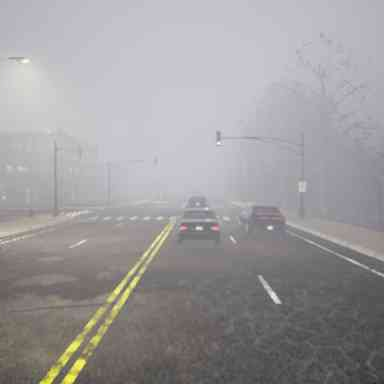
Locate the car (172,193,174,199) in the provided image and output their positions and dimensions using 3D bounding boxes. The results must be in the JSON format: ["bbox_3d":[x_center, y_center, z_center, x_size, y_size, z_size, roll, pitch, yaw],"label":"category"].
[{"bbox_3d":[-5.399,0.876,79.309,2.128,1.511,4.902,0,0,1],"label":"car"}]

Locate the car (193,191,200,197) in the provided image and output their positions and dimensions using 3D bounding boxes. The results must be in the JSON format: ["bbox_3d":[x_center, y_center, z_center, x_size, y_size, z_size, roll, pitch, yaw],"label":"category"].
[{"bbox_3d":[1.262,0.588,90.965,1.837,1.490,4.892,0,0,1],"label":"car"}]

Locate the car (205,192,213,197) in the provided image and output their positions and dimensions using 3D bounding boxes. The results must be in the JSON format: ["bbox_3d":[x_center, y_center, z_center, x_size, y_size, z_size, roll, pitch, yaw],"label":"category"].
[{"bbox_3d":[4.512,0.642,90.921,1.994,1.385,4.181,0,0,1],"label":"car"}]

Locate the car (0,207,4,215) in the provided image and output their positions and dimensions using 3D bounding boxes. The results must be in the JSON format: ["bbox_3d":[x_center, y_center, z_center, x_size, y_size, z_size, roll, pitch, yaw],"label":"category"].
[{"bbox_3d":[-19.536,1.565,30.401,4.313,1.339,1.947,-1,2,1],"label":"car"}]

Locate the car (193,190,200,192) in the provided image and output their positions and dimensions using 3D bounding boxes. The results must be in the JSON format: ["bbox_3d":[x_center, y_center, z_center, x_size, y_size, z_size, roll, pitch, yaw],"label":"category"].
[{"bbox_3d":[1.117,0.559,80.577,2.150,2.045,5.566,0,0,1],"label":"car"}]

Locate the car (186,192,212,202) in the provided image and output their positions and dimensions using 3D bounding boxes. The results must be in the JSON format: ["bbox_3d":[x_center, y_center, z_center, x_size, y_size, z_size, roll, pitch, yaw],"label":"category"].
[{"bbox_3d":[0.529,1.102,30.937,2.097,1.767,4.553,0,0,1],"label":"car"}]

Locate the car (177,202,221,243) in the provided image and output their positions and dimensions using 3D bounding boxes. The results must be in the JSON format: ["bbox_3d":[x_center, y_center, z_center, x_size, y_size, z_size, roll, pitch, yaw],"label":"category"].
[{"bbox_3d":[0.309,1.424,15.280,2.033,1.411,5.357,0,0,1],"label":"car"}]

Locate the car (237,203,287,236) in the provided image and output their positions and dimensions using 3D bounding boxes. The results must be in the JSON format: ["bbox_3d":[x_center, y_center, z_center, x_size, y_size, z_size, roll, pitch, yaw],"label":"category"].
[{"bbox_3d":[3.594,1.364,17.558,1.837,1.490,4.892,0,0,1],"label":"car"}]

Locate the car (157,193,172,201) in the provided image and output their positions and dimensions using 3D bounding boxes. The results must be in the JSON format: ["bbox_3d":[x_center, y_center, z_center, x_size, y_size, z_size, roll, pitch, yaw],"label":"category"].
[{"bbox_3d":[-5.636,0.972,63.846,2.128,1.511,4.902,0,1,1],"label":"car"}]

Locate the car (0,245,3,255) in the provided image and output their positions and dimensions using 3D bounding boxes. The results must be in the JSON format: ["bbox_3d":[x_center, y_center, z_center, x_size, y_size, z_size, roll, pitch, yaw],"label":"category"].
[{"bbox_3d":[-6.494,1.485,7.373,2.033,1.411,5.357,0,0,1],"label":"car"}]

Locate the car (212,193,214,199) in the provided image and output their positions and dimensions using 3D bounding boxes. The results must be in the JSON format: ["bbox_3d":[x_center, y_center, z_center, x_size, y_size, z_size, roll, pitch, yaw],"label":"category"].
[{"bbox_3d":[4.366,0.861,80.504,2.128,1.511,4.902,0,0,1],"label":"car"}]
